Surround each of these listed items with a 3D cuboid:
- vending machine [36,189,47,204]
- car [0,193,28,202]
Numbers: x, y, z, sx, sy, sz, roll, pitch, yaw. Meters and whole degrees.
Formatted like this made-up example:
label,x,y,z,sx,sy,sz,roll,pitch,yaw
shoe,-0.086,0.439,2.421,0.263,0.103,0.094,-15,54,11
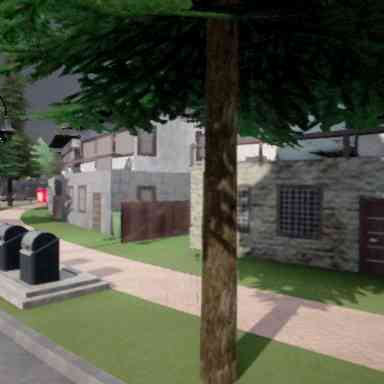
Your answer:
label,x,y,z,sx,sy,sz,roll,pitch,yaw
vending machine,-20.855,0.606,46.090,1.100,2.100,0.880,1,0,-1
car,-28.029,0.882,52.426,1.895,1.301,4.718,1,0,4
